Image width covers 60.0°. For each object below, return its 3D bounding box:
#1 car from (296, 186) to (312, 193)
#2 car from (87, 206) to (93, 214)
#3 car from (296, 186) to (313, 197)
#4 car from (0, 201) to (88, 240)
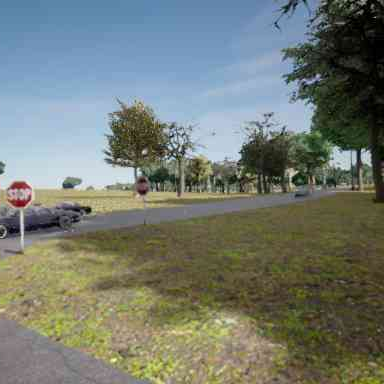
[{"bbox_3d":[25.907,-0.584,76.658,2.033,1.411,5.357,-3,1,34],"label":"car"},{"bbox_3d":[-9.774,1.370,24.424,1.895,1.301,4.718,-3,-1,34],"label":"car"},{"bbox_3d":[17.867,0.072,52.784,1.994,1.385,4.181,-3,1,32],"label":"car"},{"bbox_3d":[-7.729,1.214,14.979,2.033,1.411,5.357,-3,2,34],"label":"car"}]
